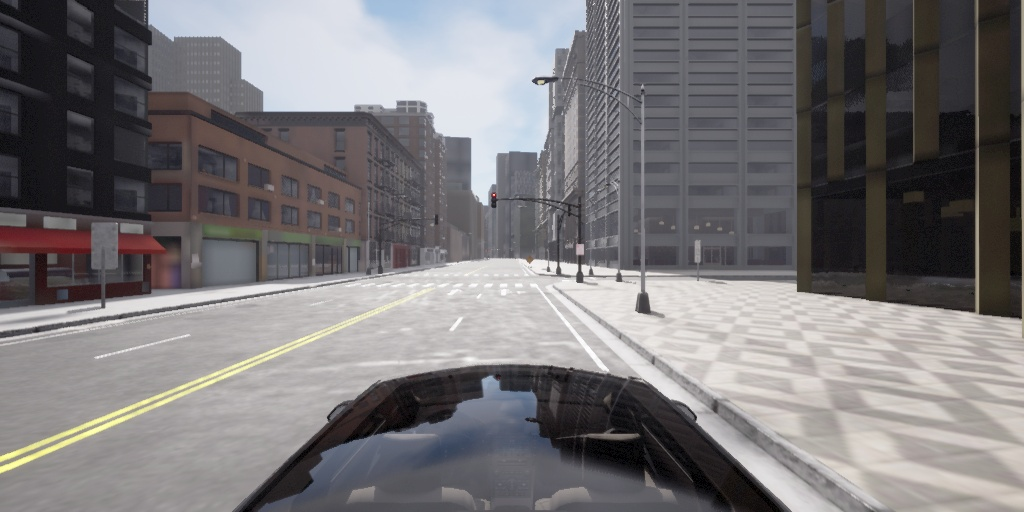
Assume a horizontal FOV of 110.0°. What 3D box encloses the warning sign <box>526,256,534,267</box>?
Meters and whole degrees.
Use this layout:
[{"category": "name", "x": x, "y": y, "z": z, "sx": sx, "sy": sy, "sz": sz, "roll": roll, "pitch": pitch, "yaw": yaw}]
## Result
[{"category": "warning sign", "x": 2.850, "y": 0.847, "z": 57.237, "sx": 1.300, "sy": 1.860, "sz": 1.060, "roll": 0, "pitch": 0, "yaw": 0}]
